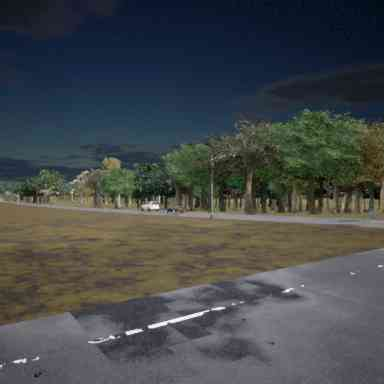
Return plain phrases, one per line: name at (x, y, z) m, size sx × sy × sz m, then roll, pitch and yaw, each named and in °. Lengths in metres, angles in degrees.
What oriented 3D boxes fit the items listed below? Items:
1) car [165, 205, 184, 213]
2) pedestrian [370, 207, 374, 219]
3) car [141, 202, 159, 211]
car at (-3.308, 3.248, 62.761) m, size 1.837 × 1.490 × 4.892 m, roll 1°, pitch -2°, yaw -33°
pedestrian at (19.291, 2.202, 35.573) m, size 0.375 × 1.300 × 0.375 m, roll -2°, pitch 1°, yaw -33°
car at (-9.039, 3.105, 71.515) m, size 2.150 × 2.045 × 5.566 m, roll 1°, pitch -2°, yaw -33°
